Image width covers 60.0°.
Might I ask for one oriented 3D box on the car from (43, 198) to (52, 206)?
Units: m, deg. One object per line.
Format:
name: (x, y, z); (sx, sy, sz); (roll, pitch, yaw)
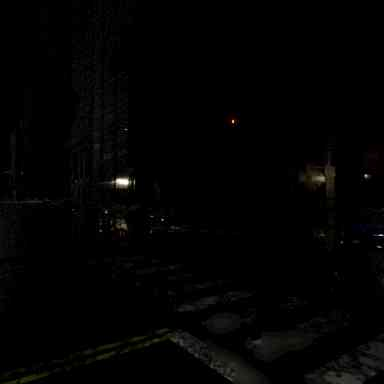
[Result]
car: (-26.507, 1.802, 62.419); (2.128, 1.511, 4.902); (1, -1, -36)

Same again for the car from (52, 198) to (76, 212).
car: (-15.490, 1.724, 41.394); (2.033, 1.411, 5.357); (1, -1, -34)

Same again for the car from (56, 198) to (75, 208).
car: (-20.708, 1.790, 54.249); (1.812, 1.442, 4.674); (1, -1, -35)

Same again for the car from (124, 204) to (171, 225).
car: (-3.390, 1.607, 24.340); (1.812, 1.442, 4.674); (1, -1, -37)

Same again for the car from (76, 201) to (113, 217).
car: (-9.339, 1.619, 32.705); (2.128, 1.511, 4.902); (1, -1, -36)

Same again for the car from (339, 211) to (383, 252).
car: (7.856, 1.496, 13.257); (5.008, 1.535, 1.882); (0, 0, -35)
